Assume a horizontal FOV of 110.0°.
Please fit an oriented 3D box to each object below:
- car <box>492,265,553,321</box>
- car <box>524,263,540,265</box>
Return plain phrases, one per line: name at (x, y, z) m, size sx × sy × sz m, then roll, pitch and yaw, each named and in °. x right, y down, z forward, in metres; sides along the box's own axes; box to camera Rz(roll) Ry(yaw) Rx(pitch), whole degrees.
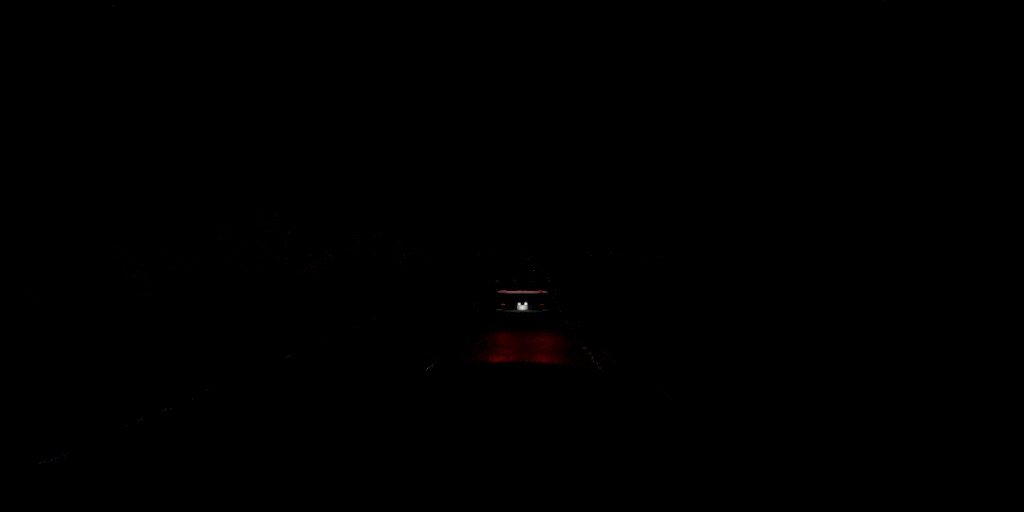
car at (0.387, 1.242, 12.573) m, size 2.128 × 1.511 × 4.902 m, roll 0°, pitch 0°, yaw 2°
car at (1.758, 1.294, 31.350) m, size 2.033 × 1.411 × 5.357 m, roll 0°, pitch 0°, yaw 6°
